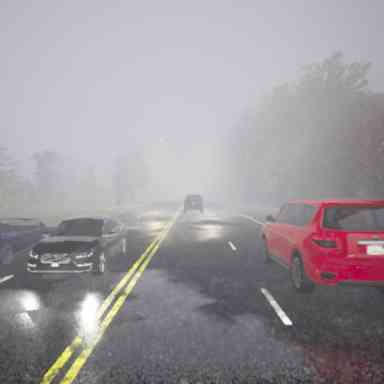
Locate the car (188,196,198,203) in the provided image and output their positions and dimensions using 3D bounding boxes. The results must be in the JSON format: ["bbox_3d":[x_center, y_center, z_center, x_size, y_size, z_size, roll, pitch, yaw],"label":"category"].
[{"bbox_3d":[0.300,1.575,73.625,2.128,1.511,4.902,0,0,0],"label":"car"}]

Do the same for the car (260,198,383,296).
[{"bbox_3d":[3.295,1.187,8.643,2.150,2.045,5.566,1,-1,0],"label":"car"}]

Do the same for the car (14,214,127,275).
[{"bbox_3d":[-3.307,1.512,10.487,1.837,1.490,4.892,0,0,0],"label":"car"}]

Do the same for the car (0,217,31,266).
[{"bbox_3d":[-6.553,1.611,11.761,1.895,1.301,4.718,0,0,0],"label":"car"}]

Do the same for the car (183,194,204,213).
[{"bbox_3d":[0.169,1.254,37.899,2.150,2.045,5.566,0,1,0],"label":"car"}]

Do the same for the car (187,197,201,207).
[{"bbox_3d":[0.319,1.578,53.848,2.033,1.411,5.357,0,0,0],"label":"car"}]
